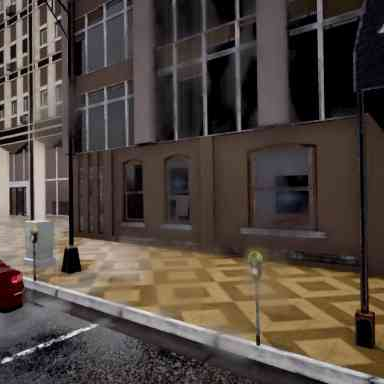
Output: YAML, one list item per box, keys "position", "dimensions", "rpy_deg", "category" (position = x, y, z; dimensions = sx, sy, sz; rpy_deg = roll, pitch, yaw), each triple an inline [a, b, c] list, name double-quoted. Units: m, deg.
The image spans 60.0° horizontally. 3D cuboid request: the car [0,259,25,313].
- position: [-4.803, 1.584, 6.322]
  dimensions: [4.206, 1.307, 1.802]
  rpy_deg: [0, -1, 36]
  category: "car"
